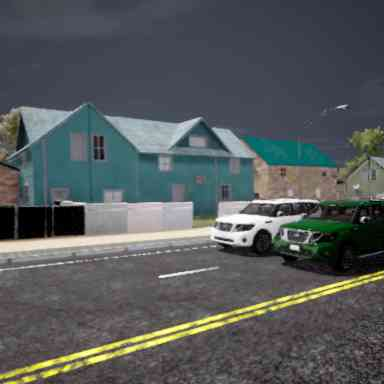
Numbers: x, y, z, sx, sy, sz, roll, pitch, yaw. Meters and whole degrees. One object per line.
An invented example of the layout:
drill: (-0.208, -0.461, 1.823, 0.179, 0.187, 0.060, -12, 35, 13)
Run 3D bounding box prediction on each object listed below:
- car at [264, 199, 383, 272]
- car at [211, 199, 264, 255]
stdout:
car: (5.281, 1.312, 11.442, 5.566, 2.045, 2.150, 1, 0, -35)
car: (3.426, 1.313, 14.111, 5.566, 2.045, 2.150, 1, 0, -35)
